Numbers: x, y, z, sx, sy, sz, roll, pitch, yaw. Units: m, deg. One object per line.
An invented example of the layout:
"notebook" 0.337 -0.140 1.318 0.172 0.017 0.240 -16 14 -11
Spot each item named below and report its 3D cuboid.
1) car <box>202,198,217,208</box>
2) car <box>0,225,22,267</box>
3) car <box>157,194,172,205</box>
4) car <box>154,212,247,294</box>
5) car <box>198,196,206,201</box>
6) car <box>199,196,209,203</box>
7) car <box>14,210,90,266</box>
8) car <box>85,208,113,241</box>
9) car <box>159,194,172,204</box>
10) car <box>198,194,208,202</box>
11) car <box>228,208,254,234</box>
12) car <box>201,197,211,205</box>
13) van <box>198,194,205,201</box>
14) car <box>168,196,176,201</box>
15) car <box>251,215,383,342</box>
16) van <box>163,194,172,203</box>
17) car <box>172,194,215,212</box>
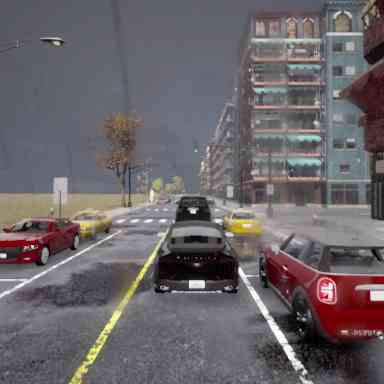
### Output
"car" 2.551 1.587 50.090 2.008 1.369 4.403 1 0 0
"car" -5.309 1.555 6.072 2.008 1.369 4.403 1 0 0
"car" -5.333 1.484 60.931 1.967 1.590 4.097 1 0 0
"car" 0.096 1.512 8.797 1.837 1.490 4.892 0 0 0
"car" 2.536 1.628 84.056 1.947 1.339 4.313 1 0 0
"car" 2.541 1.619 72.734 1.947 1.339 4.313 1 0 0
"car" -5.311 1.553 11.609 1.887 1.381 4.507 1 0 0
"car" -5.314 1.537 16.975 1.752 1.417 4.829 1 0 0
"car" -5.334 1.363 66.586 2.192 1.841 5.009 1 0 0
"car" 2.541 1.372 78.395 2.192 1.841 5.009 1 0 0
"car" 2.566 1.537 17.745 1.752 1.417 4.829 1 0 0
"car" 2.546 1.626 61.412 1.802 1.307 4.206 1 0 0
"van" 2.536 1.408 89.717 1.690 1.788 3.998 1 0 0
"car" -5.347 1.648 89.202 1.802 1.307 4.206 1 0 0
"car" 2.572 1.445 6.486 1.967 1.590 4.097 1 0 0
"van" -5.337 1.394 72.240 1.690 1.788 3.998 1 0 0
"car" 0.088 1.236 21.877 2.150 2.045 5.566 0 0 0
